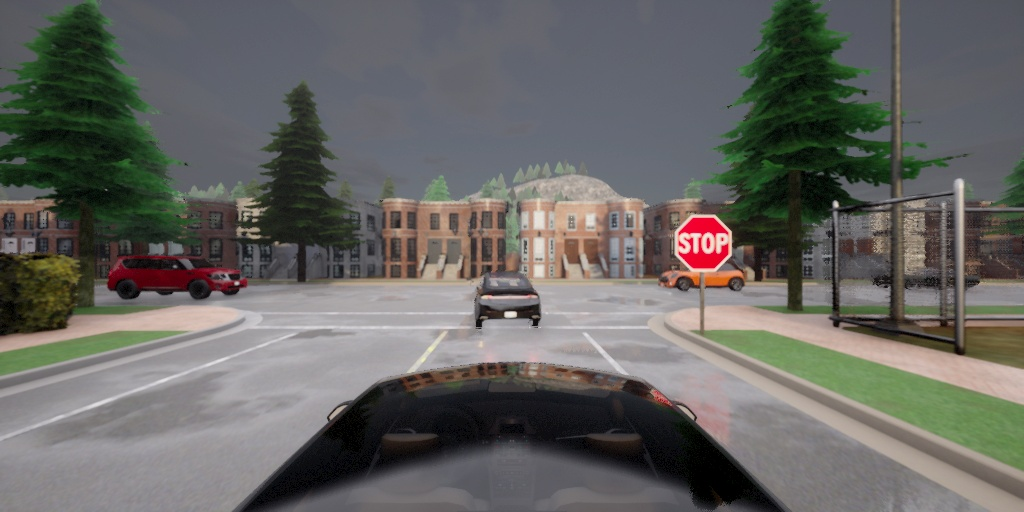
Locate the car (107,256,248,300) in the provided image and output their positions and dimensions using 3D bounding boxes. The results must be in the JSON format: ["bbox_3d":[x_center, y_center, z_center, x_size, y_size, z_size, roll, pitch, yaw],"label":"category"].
[{"bbox_3d":[-16.268,0.997,17.593,5.566,2.045,2.150,0,0,-1],"label":"car"}]

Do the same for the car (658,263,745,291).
[{"bbox_3d":[11.206,1.140,21.446,4.553,1.767,2.097,0,0,0],"label":"car"}]

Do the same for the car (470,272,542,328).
[{"bbox_3d":[-0.295,1.269,11.505,2.128,1.511,4.902,0,0,-6],"label":"car"}]

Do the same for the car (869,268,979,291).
[{"bbox_3d":[24.590,1.388,21.517,4.718,1.301,1.895,0,0,0],"label":"car"}]
